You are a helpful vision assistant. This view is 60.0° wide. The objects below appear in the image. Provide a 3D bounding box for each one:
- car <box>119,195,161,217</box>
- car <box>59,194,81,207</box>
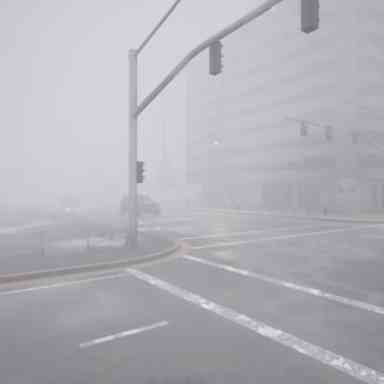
[{"bbox_3d":[-5.123,1.276,32.132,2.150,2.045,5.566,0,0,-35],"label":"car"},{"bbox_3d":[-19.169,1.281,52.119,2.150,2.045,5.566,0,0,-35],"label":"car"}]
